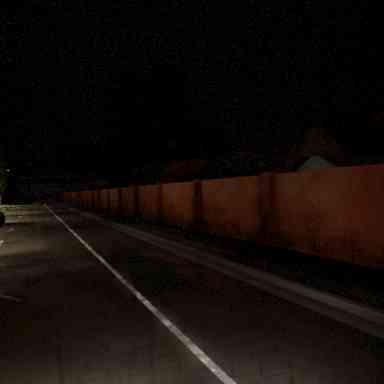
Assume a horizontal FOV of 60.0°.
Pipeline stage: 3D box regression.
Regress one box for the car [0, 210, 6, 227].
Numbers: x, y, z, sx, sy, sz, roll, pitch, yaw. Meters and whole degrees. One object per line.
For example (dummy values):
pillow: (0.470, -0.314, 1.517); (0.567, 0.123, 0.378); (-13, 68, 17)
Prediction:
car: (-15.643, 1.946, 25.790); (2.033, 1.411, 5.357); (-2, 0, -25)
